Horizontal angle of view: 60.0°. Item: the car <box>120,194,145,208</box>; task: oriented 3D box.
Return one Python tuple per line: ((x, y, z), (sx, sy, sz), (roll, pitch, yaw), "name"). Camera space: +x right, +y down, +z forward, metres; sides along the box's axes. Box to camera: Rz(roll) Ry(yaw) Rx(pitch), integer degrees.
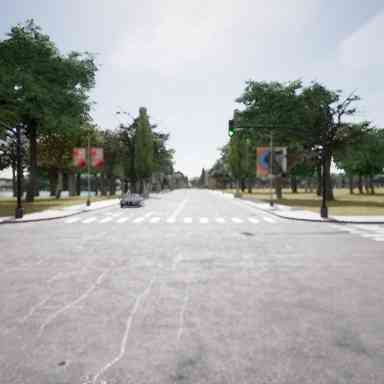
((-6.078, 0.898, 34.193), (1.994, 1.385, 4.181), (0, 1, 1), "car")
